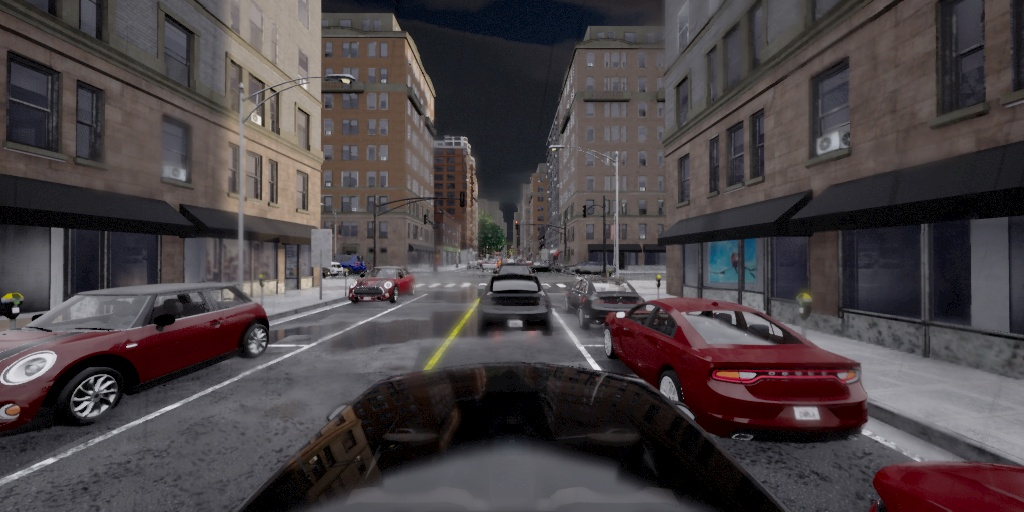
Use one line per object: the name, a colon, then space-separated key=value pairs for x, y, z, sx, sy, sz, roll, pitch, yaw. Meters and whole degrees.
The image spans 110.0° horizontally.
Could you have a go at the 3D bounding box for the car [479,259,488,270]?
car: x=-3.129 y=1.389 z=50.846 sx=1.895 sy=1.301 sz=4.718 roll=0 pitch=0 yaw=0

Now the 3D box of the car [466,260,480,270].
car: x=-5.915 y=1.345 z=54.831 sx=2.007 sy=1.370 sz=4.403 roll=0 pitch=0 yaw=0

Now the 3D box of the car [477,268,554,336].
car: x=0.056 y=1.258 z=10.373 sx=1.837 sy=1.490 sz=4.892 roll=0 pitch=0 yaw=-1

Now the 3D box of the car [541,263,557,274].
car: x=3.641 y=1.390 z=40.860 sx=4.718 sy=1.301 sz=1.895 roll=1 pitch=0 yaw=23

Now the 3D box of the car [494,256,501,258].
car: x=-3.178 y=1.159 z=60.818 sx=2.097 sy=1.767 sz=4.553 roll=0 pitch=0 yaw=0

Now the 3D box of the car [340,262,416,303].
car: x=-5.836 y=1.195 z=16.470 sx=1.967 sy=1.591 sz=4.097 roll=0 pitch=0 yaw=0

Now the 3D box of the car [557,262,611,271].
car: x=7.386 y=1.290 z=35.593 sx=4.902 sy=1.511 sz=2.128 roll=1 pitch=0 yaw=-8

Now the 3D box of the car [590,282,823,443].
car: x=2.675 y=1.296 z=5.479 sx=1.888 sy=1.381 sz=4.507 roll=0 pitch=0 yaw=0

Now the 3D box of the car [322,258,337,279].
car: x=-17.478 y=1.127 z=29.248 sx=5.008 sy=1.535 sz=1.882 roll=0 pitch=0 yaw=-2

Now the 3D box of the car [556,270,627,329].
car: x=2.682 y=1.303 z=10.970 sx=2.007 sy=1.370 sz=4.403 roll=0 pitch=0 yaw=0

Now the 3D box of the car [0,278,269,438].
car: x=-5.852 y=1.190 z=5.484 sx=1.967 sy=1.591 sz=4.097 roll=0 pitch=0 yaw=0

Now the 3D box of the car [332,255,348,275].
car: x=-18.369 y=0.894 z=32.491 sx=5.566 sy=2.045 sz=2.150 roll=0 pitch=0 yaw=-1

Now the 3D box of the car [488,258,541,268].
car: x=0.119 y=1.108 z=17.809 sx=2.097 sy=1.767 sz=4.553 roll=0 pitch=0 yaw=0

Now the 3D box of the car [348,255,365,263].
car: x=-17.580 y=0.925 z=35.946 sx=5.566 sy=2.045 sz=2.150 roll=0 pitch=0 yaw=0
